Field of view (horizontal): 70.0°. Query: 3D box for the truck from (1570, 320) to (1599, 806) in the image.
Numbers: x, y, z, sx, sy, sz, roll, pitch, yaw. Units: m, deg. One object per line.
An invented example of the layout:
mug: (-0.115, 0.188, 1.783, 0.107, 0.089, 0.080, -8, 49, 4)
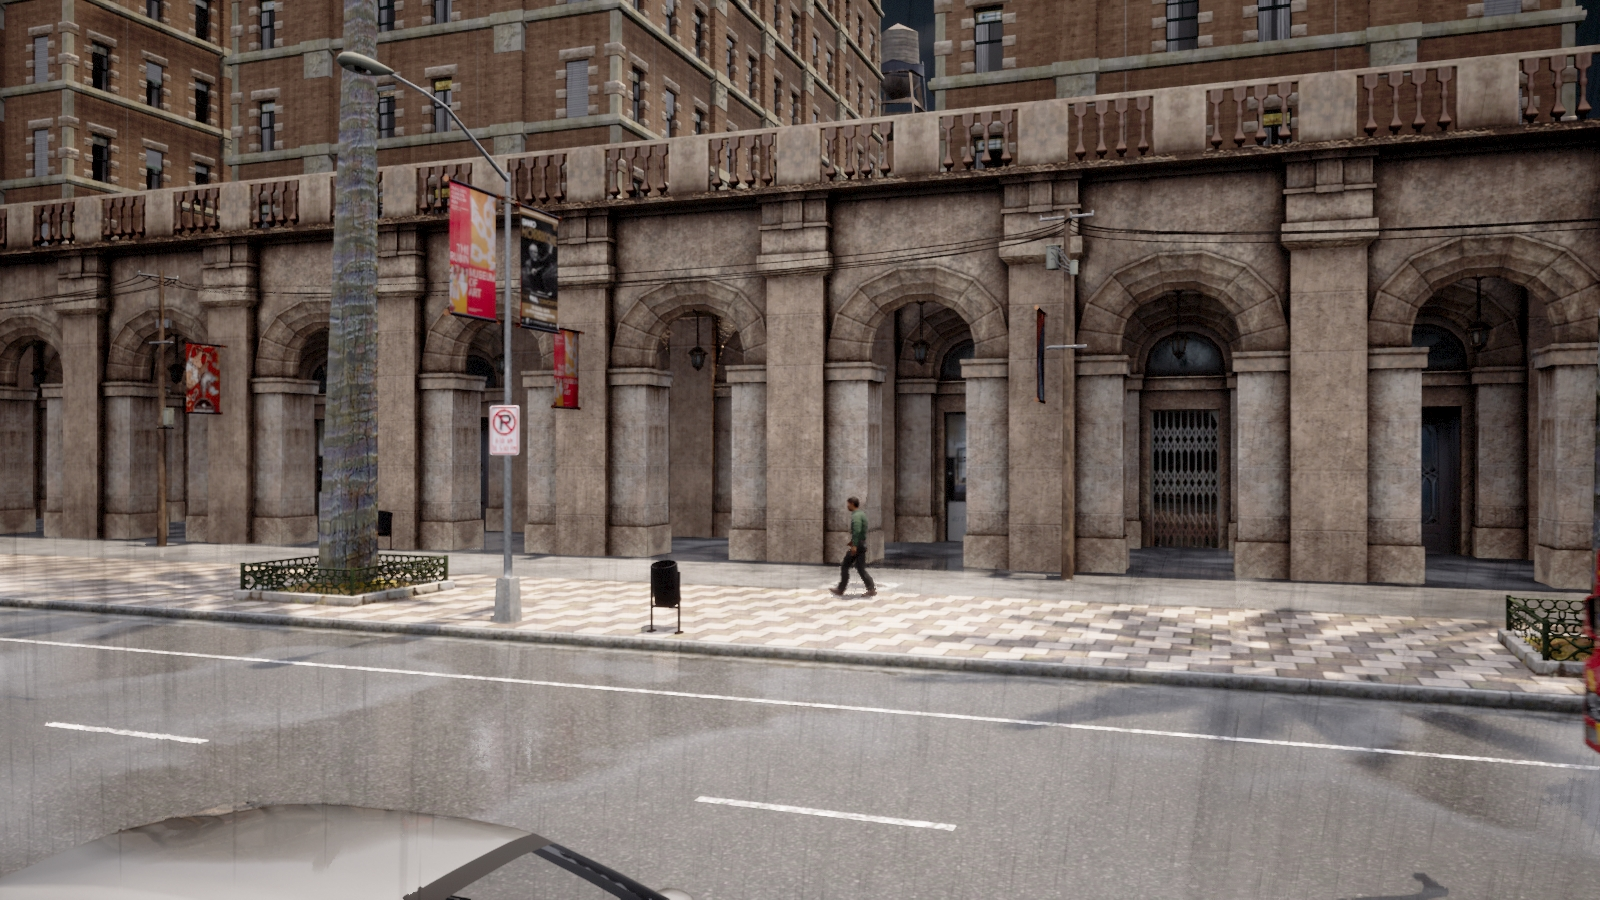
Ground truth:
truck: (10.125, 0.890, 7.017, 8.468, 3.827, 2.891, 0, 0, 17)

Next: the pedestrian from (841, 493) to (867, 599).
pedestrian: (0.961, 1.697, 20.351, 0.375, 1.860, 0.375, 0, 0, 20)

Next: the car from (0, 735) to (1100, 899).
car: (-1.258, 2.065, 3.758, 4.193, 1.474, 1.816, 0, 0, 20)
